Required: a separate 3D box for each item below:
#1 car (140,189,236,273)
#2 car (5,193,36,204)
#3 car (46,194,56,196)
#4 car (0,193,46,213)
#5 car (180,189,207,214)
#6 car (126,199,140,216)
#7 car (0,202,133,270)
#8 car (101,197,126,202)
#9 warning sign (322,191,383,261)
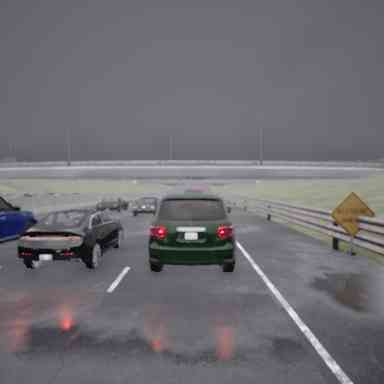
[{"bbox_3d":[0.052,1.016,10.112,2.150,2.045,5.566,0,1,2],"label":"car"},{"bbox_3d":[-24.017,0.908,46.721,1.812,1.442,4.674,0,0,3],"label":"car"},{"bbox_3d":[-20.489,0.946,47.323,1.994,1.385,4.181,0,0,3],"label":"car"},{"bbox_3d":[-6.925,1.012,10.318,2.150,2.045,5.566,0,1,0],"label":"car"},{"bbox_3d":[0.168,0.730,29.969,2.150,2.045,5.566,0,0,1],"label":"car"},{"bbox_3d":[-3.392,1.099,26.134,2.033,1.411,5.357,0,1,1],"label":"car"},{"bbox_3d":[-3.435,1.281,10.271,2.128,1.511,4.902,0,1,0],"label":"car"},{"bbox_3d":[-6.843,1.116,29.355,1.895,1.301,4.718,0,1,1],"label":"car"},{"bbox_3d":[4.556,0.918,9.474,1.300,1.860,1.060,0,1,0],"label":"warning sign"}]
